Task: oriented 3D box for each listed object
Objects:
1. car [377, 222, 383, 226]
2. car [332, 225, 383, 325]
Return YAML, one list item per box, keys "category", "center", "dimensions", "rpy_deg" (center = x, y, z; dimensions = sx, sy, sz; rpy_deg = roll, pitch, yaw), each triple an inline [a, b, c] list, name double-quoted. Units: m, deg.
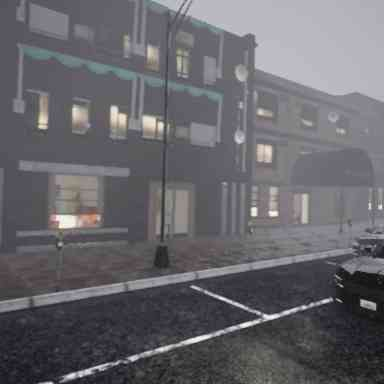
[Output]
- category: "car"
  center: [7.523, 1.725, 11.973]
  dimensions: [4.403, 1.369, 2.008]
  rpy_deg: [1, 0, -35]
- category: "car"
  center: [4.889, 1.583, 6.812]
  dimensions: [5.008, 1.535, 1.882]
  rpy_deg: [1, 0, -35]
